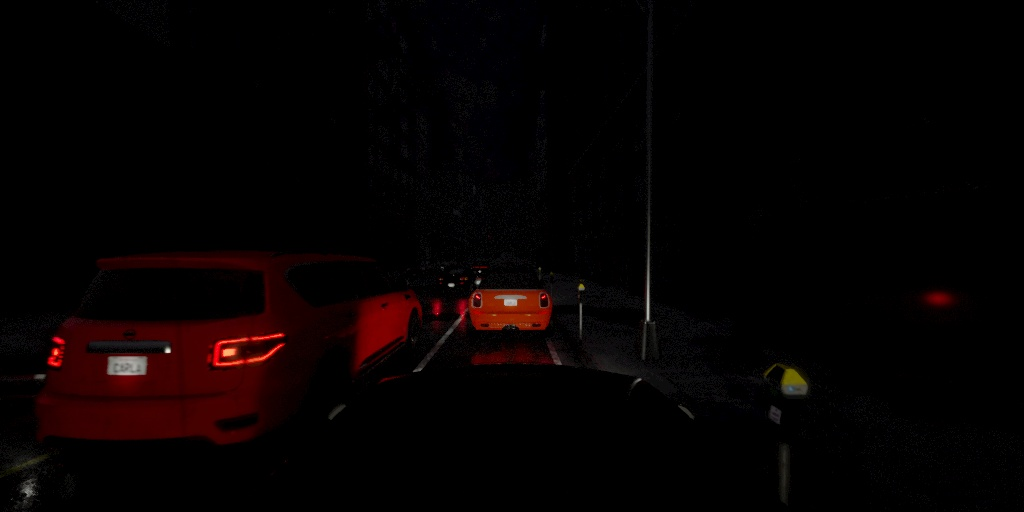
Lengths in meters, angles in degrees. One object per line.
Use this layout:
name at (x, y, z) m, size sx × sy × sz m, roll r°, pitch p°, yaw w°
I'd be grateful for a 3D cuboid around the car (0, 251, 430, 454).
car at (-3.042, 0.969, 5.517) m, size 2.150 × 2.045 × 5.566 m, roll 0°, pitch 0°, yaw 0°

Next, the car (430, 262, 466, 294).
car at (-3.044, 1.273, 20.218) m, size 1.812 × 1.442 × 4.674 m, roll 0°, pitch 0°, yaw 0°

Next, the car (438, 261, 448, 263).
car at (-8.908, 1.317, 40.439) m, size 1.948 × 1.339 × 4.313 m, roll 0°, pitch 0°, yaw 0°

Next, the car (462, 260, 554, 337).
car at (-0.032, 1.101, 10.472) m, size 2.097 × 1.767 × 4.553 m, roll 0°, pitch 0°, yaw 0°

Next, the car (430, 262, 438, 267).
car at (-8.908, 1.189, 34.934) m, size 1.967 × 1.591 × 4.097 m, roll 0°, pitch 0°, yaw 0°

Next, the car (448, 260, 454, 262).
car at (-8.908, 1.303, 45.945) m, size 2.007 × 1.370 × 4.403 m, roll 0°, pitch 0°, yaw 0°

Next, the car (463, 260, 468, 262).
car at (-6.144, 1.308, 49.074) m, size 2.033 × 1.411 × 5.357 m, roll 0°, pitch 0°, yaw 0°
